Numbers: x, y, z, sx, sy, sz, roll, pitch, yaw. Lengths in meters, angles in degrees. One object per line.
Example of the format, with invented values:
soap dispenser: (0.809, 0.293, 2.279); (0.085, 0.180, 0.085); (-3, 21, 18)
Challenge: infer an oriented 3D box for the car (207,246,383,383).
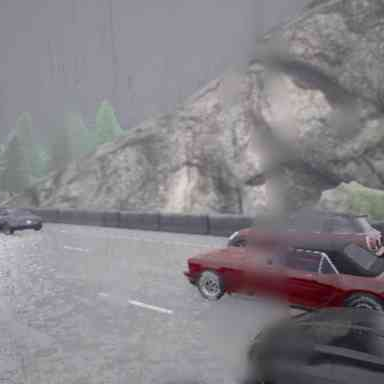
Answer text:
car: (2.731, 1.469, 2.046); (5.008, 1.535, 1.882); (-1, 0, 35)

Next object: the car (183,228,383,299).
car: (2.135, 1.619, 6.768); (4.718, 1.301, 1.895); (-1, 0, 35)

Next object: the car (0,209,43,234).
car: (-11.086, 1.728, 20.496); (4.181, 1.385, 1.994); (-1, 0, 35)

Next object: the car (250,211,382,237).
car: (3.318, 1.379, 10.225); (4.553, 1.767, 2.097); (-1, 0, 35)
